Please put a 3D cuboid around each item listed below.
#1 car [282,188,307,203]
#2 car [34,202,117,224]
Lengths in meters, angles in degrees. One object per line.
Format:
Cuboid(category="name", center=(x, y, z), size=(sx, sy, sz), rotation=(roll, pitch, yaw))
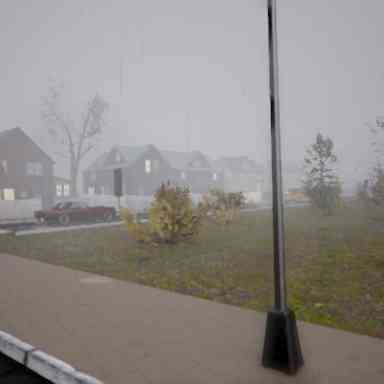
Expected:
Cuboid(category="car", center=(13.603, 0.592, 42.527), size=(1.882, 1.535, 5.008), rotation=(-2, -1, 44))
Cuboid(category="car", center=(-7.084, 1.251, 20.714), size=(1.895, 1.301, 4.718), rotation=(-2, -1, 43))
